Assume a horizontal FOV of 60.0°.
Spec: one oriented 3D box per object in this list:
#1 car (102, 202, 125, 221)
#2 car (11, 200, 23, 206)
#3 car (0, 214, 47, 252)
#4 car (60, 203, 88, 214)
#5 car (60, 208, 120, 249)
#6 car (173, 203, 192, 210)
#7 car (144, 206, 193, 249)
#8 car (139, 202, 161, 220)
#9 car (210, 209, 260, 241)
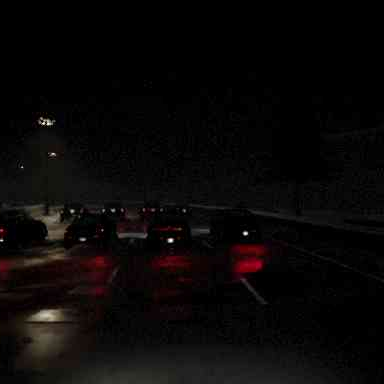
[{"bbox_3d":[-7.442,1.744,31.559,2.097,1.767,4.553,-1,-1,-12],"label":"car"},{"bbox_3d":[-34.824,2.336,66.185,1.837,1.490,4.892,0,-1,-27],"label":"car"},{"bbox_3d":[-8.112,1.740,15.024,2.128,1.511,4.902,-1,0,-7],"label":"car"},{"bbox_3d":[-10.928,1.786,31.153,2.097,1.767,4.553,-1,-1,-12],"label":"car"},{"bbox_3d":[-4.673,1.734,15.673,1.812,1.442,4.674,-1,0,-7],"label":"car"},{"bbox_3d":[-1.266,1.918,36.003,1.994,1.385,4.181,-1,0,-13],"label":"car"},{"bbox_3d":[-1.139,1.668,15.590,1.837,1.490,4.892,0,0,-7],"label":"car"},{"bbox_3d":[-3.956,1.703,32.004,2.097,1.767,4.553,-1,-1,-12],"label":"car"},{"bbox_3d":[2.149,1.644,17.632,1.837,1.490,4.892,0,0,-7],"label":"car"}]
